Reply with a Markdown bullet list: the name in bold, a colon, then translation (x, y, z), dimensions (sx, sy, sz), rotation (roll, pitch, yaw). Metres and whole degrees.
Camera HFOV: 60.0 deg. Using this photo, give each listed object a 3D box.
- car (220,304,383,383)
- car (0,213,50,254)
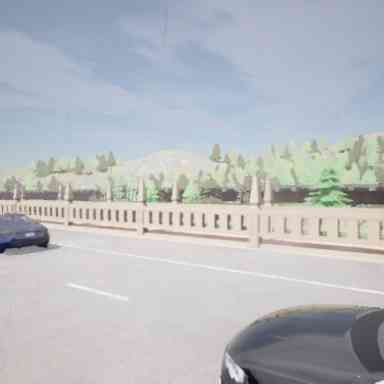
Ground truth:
- **car**: translation (2.464, 1.482, 2.122), dimensions (4.902, 1.511, 2.128), rotation (0, 0, 36)
- **car**: translation (-7.742, 1.582, 13.707), dimensions (4.181, 1.385, 1.994), rotation (0, 0, 35)
